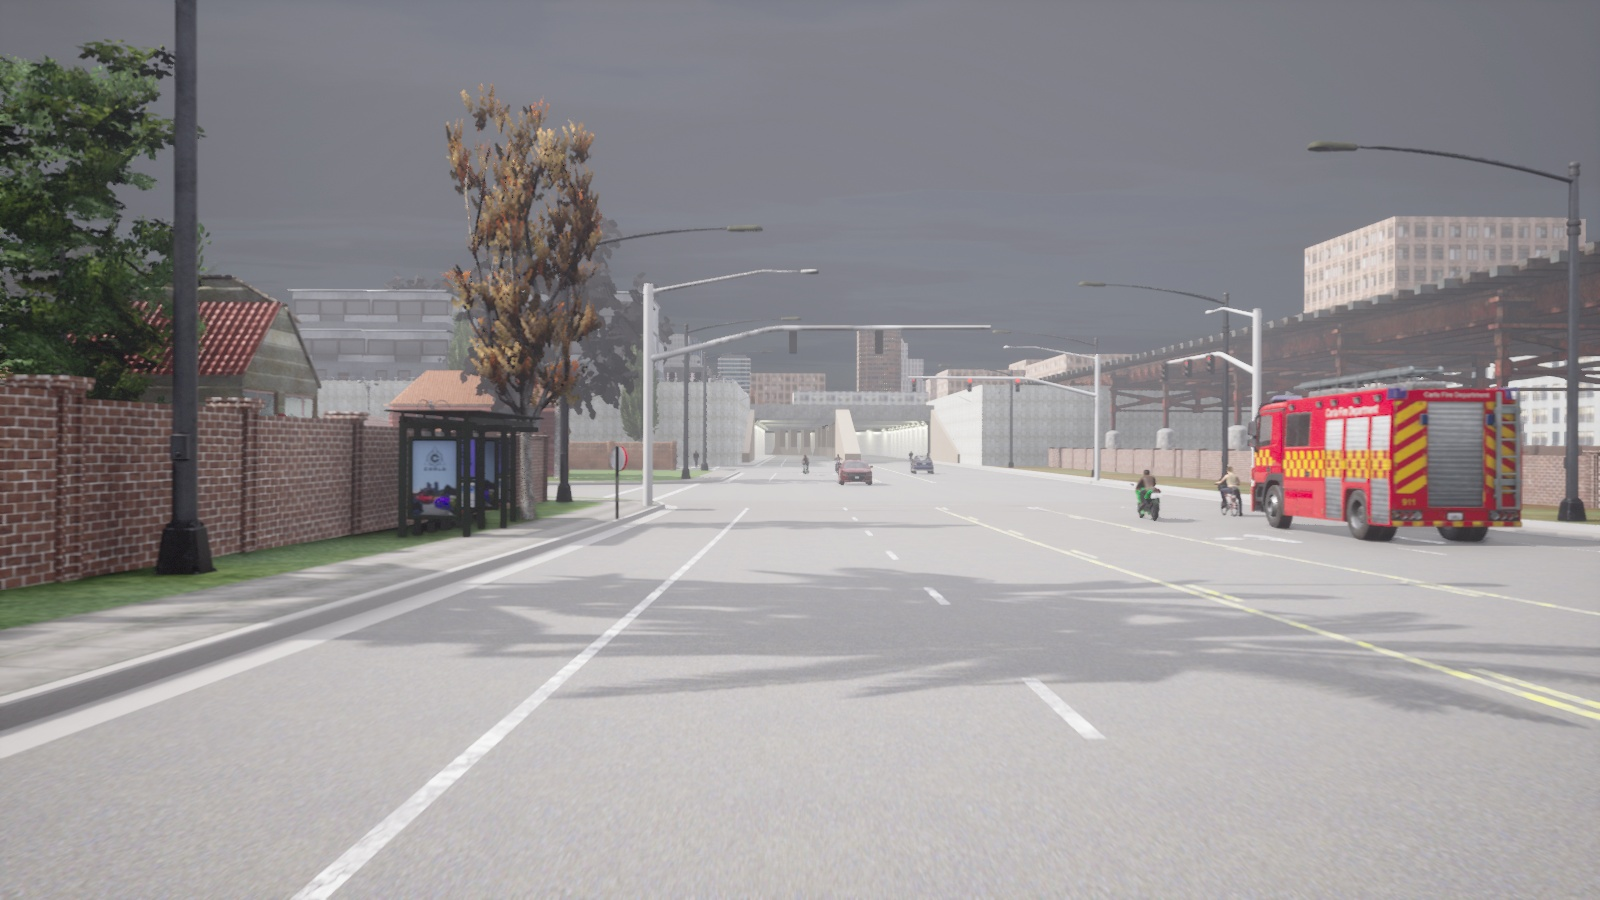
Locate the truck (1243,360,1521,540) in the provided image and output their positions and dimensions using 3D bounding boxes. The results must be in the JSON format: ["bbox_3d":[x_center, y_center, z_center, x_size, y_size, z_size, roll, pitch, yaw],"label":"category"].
[{"bbox_3d":[13.915,0.042,31.032,2.891,3.827,8.468,0,-1,0],"label":"truck"}]

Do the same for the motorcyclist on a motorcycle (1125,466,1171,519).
[{"bbox_3d":[10.402,1.253,37.569,0.797,1.523,2.044,0,0,0],"label":"motorcyclist on a motorcycle"}]

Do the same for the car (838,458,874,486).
[{"bbox_3d":[3.304,1.285,75.105,1.882,1.535,5.008,0,0,0],"label":"car"}]

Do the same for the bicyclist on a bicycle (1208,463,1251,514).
[{"bbox_3d":[13.894,1.221,40.650,0.866,1.612,1.509,0,0,0],"label":"bicyclist on a bicycle"}]
